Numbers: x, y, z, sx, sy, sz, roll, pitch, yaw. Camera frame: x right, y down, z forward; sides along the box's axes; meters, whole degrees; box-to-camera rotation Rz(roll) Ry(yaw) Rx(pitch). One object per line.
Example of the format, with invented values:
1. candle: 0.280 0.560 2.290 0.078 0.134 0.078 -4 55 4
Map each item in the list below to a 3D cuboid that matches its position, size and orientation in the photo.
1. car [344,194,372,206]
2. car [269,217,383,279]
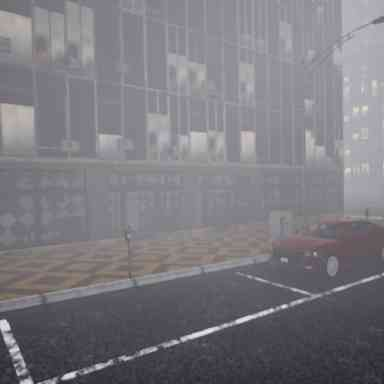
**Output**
1. car: 18.691 0.891 39.604 1.752 1.417 4.829 -1 1 -35
2. car: 4.161 1.452 9.723 4.507 1.381 1.887 -1 0 -36
